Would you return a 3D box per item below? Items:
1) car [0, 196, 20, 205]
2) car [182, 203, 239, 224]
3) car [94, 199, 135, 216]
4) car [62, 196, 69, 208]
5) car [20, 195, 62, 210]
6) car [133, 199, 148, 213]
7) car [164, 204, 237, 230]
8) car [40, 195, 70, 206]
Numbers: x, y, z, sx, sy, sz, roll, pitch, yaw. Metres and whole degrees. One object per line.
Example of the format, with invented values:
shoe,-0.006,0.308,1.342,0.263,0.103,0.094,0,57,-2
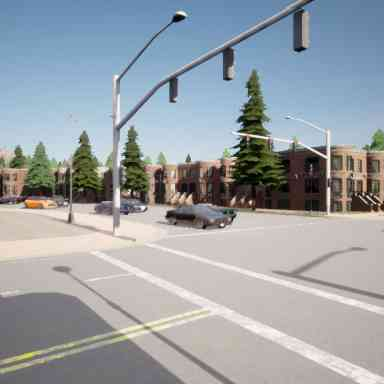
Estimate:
car,-32.908,1.492,58.970,4.902,1.511,2.128,0,0,9
car,1.334,1.601,26.051,1.895,1.301,4.718,0,0,-37
car,-7.788,1.601,32.378,1.895,1.301,4.718,0,0,-39
car,-19.563,1.492,47.136,4.902,1.511,2.128,0,0,28
car,-19.638,1.352,43.133,4.553,1.767,2.097,0,0,30
car,-6.690,1.489,36.512,2.128,1.511,4.902,0,0,-41
car,0.224,1.547,21.652,2.033,1.411,5.357,0,0,-36
car,-23.225,1.352,56.500,4.553,1.767,2.097,0,0,21
